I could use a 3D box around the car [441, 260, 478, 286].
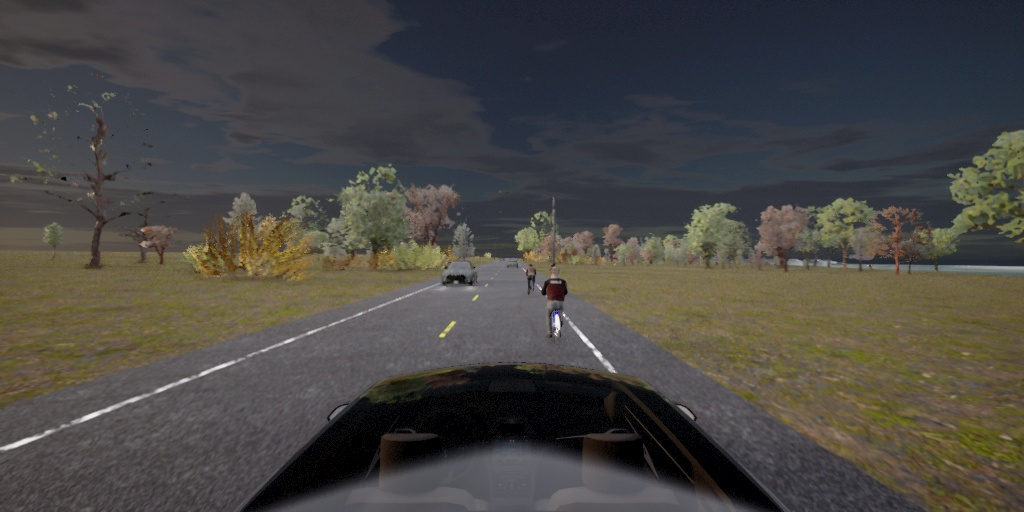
[{"bbox_3d":[-3.598,1.106,25.273,2.097,1.767,4.553,0,0,0],"label":"car"}]

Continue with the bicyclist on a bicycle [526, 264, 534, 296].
[{"bbox_3d":[0.964,1.206,17.904,0.582,1.620,1.656,0,0,0],"label":"bicyclist on a bicycle"}]

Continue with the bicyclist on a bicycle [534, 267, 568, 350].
[{"bbox_3d":[0.963,1.122,8.224,0.659,1.776,1.843,0,0,0],"label":"bicyclist on a bicycle"}]

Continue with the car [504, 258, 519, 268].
[{"bbox_3d":[0.106,1.250,61.747,2.128,1.511,4.902,0,0,0],"label":"car"}]
